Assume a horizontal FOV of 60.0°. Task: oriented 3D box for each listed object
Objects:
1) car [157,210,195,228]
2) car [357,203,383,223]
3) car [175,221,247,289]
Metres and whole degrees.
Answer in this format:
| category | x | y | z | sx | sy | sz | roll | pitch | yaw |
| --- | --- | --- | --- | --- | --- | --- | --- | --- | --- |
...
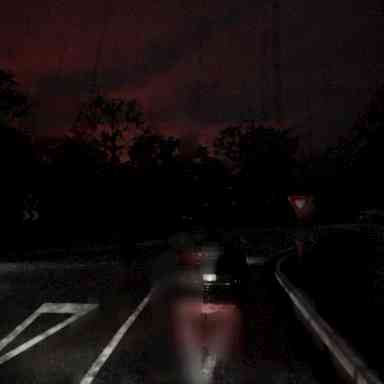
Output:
| category | x | y | z | sx | sy | sz | roll | pitch | yaw |
| --- | --- | --- | --- | --- | --- | --- | --- | --- | --- |
| car | -1.976 | 3.295 | 40.963 | 2.150 | 2.045 | 5.566 | 4 | -4 | -42 |
| car | 21.383 | 2.255 | 37.300 | 5.566 | 2.045 | 2.150 | -5 | -2 | -10 |
| car | 0.626 | 1.853 | 10.189 | 1.837 | 1.490 | 4.892 | 0 | -3 | 5 |
